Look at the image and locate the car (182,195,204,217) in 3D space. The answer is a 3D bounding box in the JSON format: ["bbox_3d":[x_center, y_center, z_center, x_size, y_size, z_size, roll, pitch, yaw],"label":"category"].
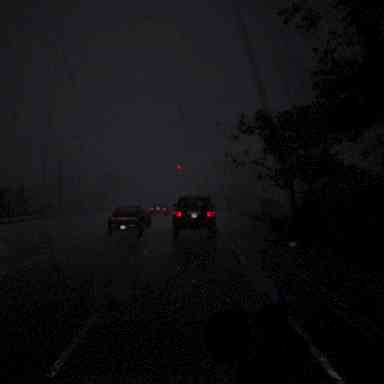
[{"bbox_3d":[0.100,1.422,34.244,2.150,2.045,5.566,0,-2,0],"label":"car"}]

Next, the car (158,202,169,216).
[{"bbox_3d":[-3.384,1.775,35.031,2.033,1.411,5.357,0,-2,-2],"label":"car"}]

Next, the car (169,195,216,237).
[{"bbox_3d":[0.104,1.245,18.294,2.150,2.045,5.566,0,-1,0],"label":"car"}]

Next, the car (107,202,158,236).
[{"bbox_3d":[-3.403,1.520,18.770,2.128,1.511,4.902,0,0,0],"label":"car"}]
